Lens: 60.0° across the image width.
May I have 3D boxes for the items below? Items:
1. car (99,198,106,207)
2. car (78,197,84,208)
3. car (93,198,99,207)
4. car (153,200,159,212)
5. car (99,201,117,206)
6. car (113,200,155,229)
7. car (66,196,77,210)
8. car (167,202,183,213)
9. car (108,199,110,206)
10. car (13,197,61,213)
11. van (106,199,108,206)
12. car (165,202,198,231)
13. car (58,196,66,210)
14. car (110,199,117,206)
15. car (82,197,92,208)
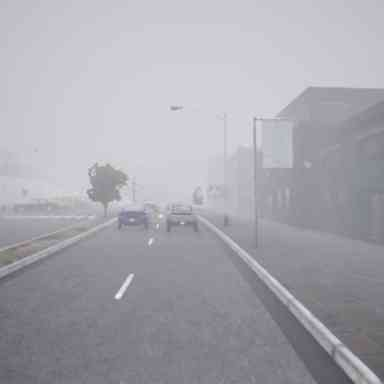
[{"bbox_3d":[-21.705,2.443,70.738,5.366,1.575,1.946,0,-2,-24],"label":"car"},{"bbox_3d":[-20.176,1.972,53.015,4.674,1.452,2.002,0,-2,-24],"label":"car"},{"bbox_3d":[-20.882,1.914,61.909,5.566,2.045,2.435,0,-1,-24],"label":"car"},{"bbox_3d":[-5.271,1.802,42.664,1.812,1.442,4.674,0,-1,-4],"label":"car"},{"bbox_3d":[-23.126,3.167,91.592,4.674,1.452,2.002,0,-2,-24],"label":"car"},{"bbox_3d":[-3.776,1.548,22.500,1.882,1.535,5.008,0,0,-4],"label":"car"},{"bbox_3d":[-19.552,1.803,47.166,5.366,1.575,1.946,0,-1,-24],"label":"car"},{"bbox_3d":[-2.150,1.862,41.218,1.895,1.301,4.718,0,-1,-4],"label":"car"},{"bbox_3d":[-22.024,2.516,76.749,4.553,1.767,2.185,0,-2,-24],"label":"car"},{"bbox_3d":[-19.256,1.705,41.149,5.008,1.535,2.097,0,-1,-24],"label":"car"},{"bbox_3d":[-21.665,2.319,73.847,4.442,1.987,1.878,0,-2,-24],"label":"van"},{"bbox_3d":[-0.679,1.564,21.047,2.128,1.511,4.902,0,0,-4],"label":"car"},{"bbox_3d":[-19.523,1.628,44.107,4.553,1.767,2.185,0,-1,-24],"label":"car"},{"bbox_3d":[-22.906,3.070,88.628,4.674,1.452,2.002,0,-2,-24],"label":"car"},{"bbox_3d":[-20.379,1.754,56.007,5.566,2.045,2.435,0,-2,-24],"label":"car"}]
